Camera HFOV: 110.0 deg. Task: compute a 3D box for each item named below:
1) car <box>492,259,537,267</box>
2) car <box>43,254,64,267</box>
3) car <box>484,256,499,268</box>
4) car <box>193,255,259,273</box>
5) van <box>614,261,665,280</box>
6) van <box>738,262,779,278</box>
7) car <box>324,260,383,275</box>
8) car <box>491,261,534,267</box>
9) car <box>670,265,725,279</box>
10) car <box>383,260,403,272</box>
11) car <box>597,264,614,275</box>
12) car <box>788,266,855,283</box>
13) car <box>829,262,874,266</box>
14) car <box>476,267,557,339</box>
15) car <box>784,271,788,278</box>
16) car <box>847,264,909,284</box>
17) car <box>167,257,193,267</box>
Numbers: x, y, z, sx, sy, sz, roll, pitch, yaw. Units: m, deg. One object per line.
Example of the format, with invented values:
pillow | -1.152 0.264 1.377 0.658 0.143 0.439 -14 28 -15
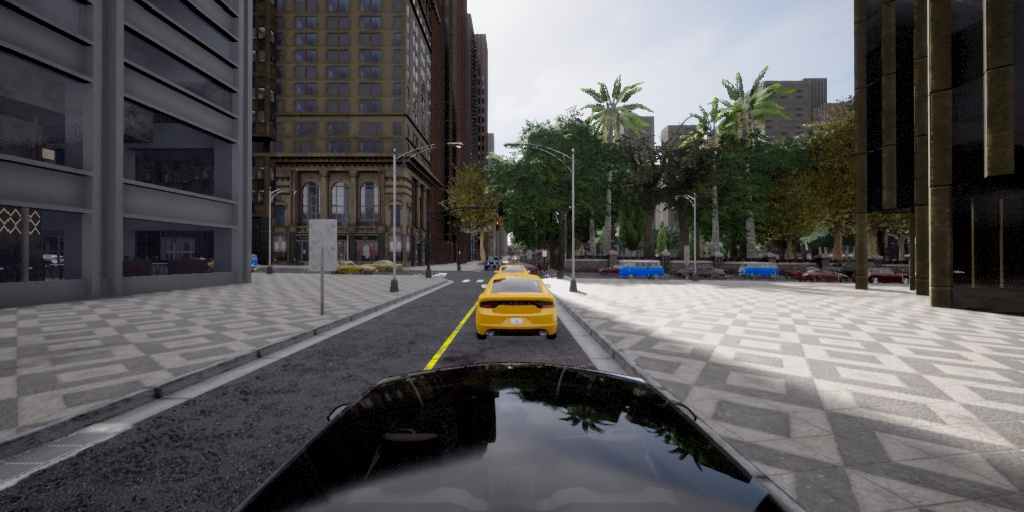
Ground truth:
car | 0.526 1.332 39.096 4.674 1.442 1.812 1 -1 0
car | -43.498 0.508 33.502 4.097 1.591 1.967 0 0 0
car | -2.975 1.036 54.563 2.150 2.045 5.566 0 0 0
car | -26.316 0.868 33.395 4.829 1.417 1.751 0 0 0
van | 11.942 1.315 33.156 3.998 1.789 1.690 0 0 0
van | 28.554 1.638 41.579 3.998 1.789 1.690 0 0 0
car | -14.975 1.053 33.324 4.829 1.417 1.751 0 0 0
car | 0.042 1.235 20.168 1.882 1.535 5.008 0 0 0
car | 20.127 1.690 38.971 5.357 1.411 2.033 1 0 0
car | -15.272 1.102 41.851 4.829 1.417 1.751 0 0 0
car | 11.984 1.606 41.682 4.207 1.307 1.802 0 0 0
car | 28.512 1.830 33.053 4.207 1.307 1.802 0 0 0
car | 36.202 1.631 38.857 5.566 2.045 2.150 1 0 1
car | 0.112 1.230 10.108 1.882 1.535 5.008 0 0 0
car | 34.077 1.933 41.544 4.507 1.381 1.888 0 0 0
car | 34.035 1.779 33.019 4.097 1.591 1.967 0 0 0
car | -37.782 0.775 41.991 4.313 1.339 1.948 0 0 0
